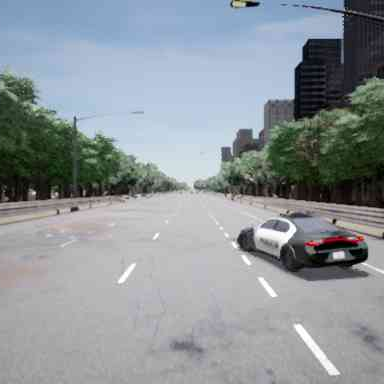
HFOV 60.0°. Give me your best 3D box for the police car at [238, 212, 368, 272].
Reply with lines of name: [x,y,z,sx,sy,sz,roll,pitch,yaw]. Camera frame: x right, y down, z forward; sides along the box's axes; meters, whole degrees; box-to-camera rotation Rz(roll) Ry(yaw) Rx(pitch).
police car: [3.190,1.450,10.921,2.038,1.542,4.974,-3,1,-14]
